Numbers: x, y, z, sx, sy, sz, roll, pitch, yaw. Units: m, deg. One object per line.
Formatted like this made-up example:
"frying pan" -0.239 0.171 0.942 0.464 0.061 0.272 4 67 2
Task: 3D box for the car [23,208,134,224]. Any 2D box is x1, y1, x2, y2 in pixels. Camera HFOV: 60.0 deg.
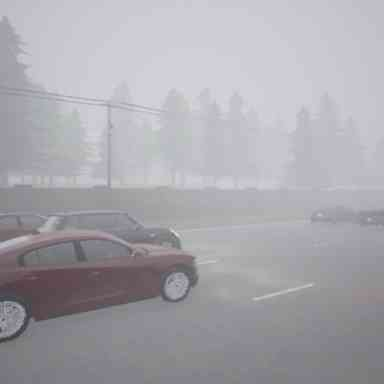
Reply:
"car" -2.555 1.354 10.520 4.553 1.767 2.097 0 0 -35

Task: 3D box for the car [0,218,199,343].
"car" -2.146 1.479 6.515 5.008 1.535 1.882 0 0 -35

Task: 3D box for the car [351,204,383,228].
"car" 12.612 1.491 21.335 5.008 1.535 1.882 0 0 -35

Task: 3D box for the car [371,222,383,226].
"car" 6.766 1.532 8.569 4.674 1.442 1.812 0 0 -36

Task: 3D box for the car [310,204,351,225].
"car" 10.463 1.577 24.099 4.181 1.385 1.994 0 0 -35

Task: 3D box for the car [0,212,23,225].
"car" -6.169 1.478 12.243 5.008 1.535 1.882 0 0 -35
